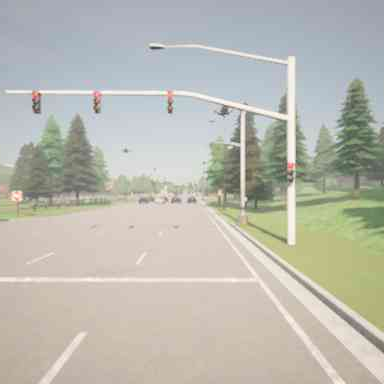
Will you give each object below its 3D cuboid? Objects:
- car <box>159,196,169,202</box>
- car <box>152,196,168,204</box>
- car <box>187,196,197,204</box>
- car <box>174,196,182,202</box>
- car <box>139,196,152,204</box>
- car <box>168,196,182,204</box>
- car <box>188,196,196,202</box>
[{"bbox_3d":[-7.006,1.742,83.348,1.994,1.385,4.181,0,0,0],"label":"car"},{"bbox_3d":[-7.005,1.902,73.374,1.895,1.301,4.718,0,0,0],"label":"car"},{"bbox_3d":[-0.005,1.661,73.282,2.097,1.767,4.553,0,0,0],"label":"car"},{"bbox_3d":[-3.506,1.714,83.348,1.812,1.442,4.674,0,0,0],"label":"car"},{"bbox_3d":[-10.505,1.804,72.928,1.837,1.490,4.892,0,0,0],"label":"car"},{"bbox_3d":[-3.505,1.662,73.315,2.097,1.767,4.553,0,0,0],"label":"car"},{"bbox_3d":[-0.006,1.742,83.349,1.994,1.385,4.181,0,0,0],"label":"car"}]
